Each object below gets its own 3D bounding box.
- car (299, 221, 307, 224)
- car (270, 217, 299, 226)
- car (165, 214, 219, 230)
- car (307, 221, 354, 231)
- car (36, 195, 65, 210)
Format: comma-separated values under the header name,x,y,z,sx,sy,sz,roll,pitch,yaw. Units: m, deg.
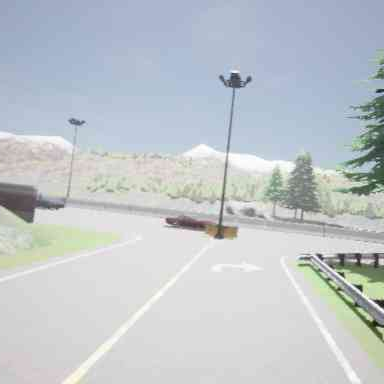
name,x,y,z,sx,sy,sz,roll,pitch,yaw
car,19.198,5.161,50.352,4.674,1.442,1.812,6,-2,10
car,15.277,4.888,54.605,5.357,1.411,2.033,6,-2,10
car,0.169,2.606,28.657,4.718,1.301,1.895,6,-2,10
car,18.001,4.839,43.463,4.674,1.442,1.812,6,-2,10
car,-16.175,1.004,35.083,5.357,1.411,2.033,6,-2,10
